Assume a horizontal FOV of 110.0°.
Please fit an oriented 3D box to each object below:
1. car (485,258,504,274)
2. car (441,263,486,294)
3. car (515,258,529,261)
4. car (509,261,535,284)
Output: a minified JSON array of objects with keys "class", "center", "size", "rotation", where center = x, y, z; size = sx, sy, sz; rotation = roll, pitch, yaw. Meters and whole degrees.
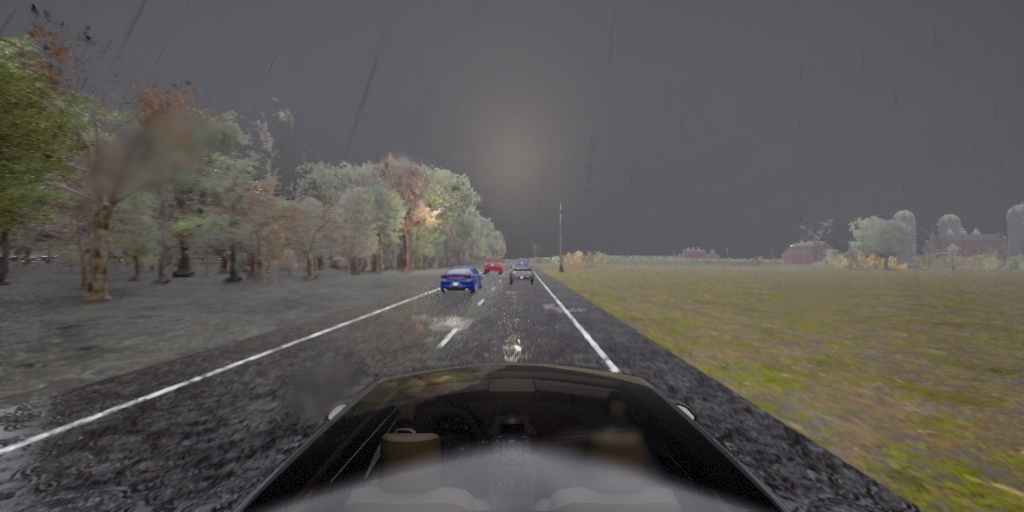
[{"class":"car","center":[-2.257,1.224,45.585],"size":[2.150,2.045,5.566],"rotation":[0,-1,2]},{"class":"car","center":[-2.909,1.345,21.402],"size":[1.882,1.535,5.008],"rotation":[0,0,2]},{"class":"car","center":[1.635,1.305,60.110],"size":[2.150,2.045,5.566],"rotation":[0,-1,2]},{"class":"car","center":[0.793,1.403,28.883],"size":[2.128,1.511,4.902],"rotation":[0,0,2]}]
